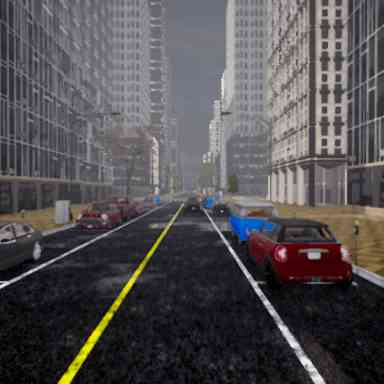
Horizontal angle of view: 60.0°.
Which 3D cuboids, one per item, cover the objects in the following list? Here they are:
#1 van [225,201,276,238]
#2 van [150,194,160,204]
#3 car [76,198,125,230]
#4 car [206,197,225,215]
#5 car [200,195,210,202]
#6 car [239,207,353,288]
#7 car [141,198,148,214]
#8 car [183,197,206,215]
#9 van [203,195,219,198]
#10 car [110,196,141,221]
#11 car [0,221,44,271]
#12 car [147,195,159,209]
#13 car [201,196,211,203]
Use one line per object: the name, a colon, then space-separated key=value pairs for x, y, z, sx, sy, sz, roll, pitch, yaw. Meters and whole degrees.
van: x=2.680 y=1.309 z=14.929 sx=1.690 sy=1.788 sz=3.998 roll=-1 pitch=0 yaw=0
van: x=-5.699 y=1.232 z=49.032 sx=1.690 sy=1.788 sz=3.998 roll=-1 pitch=0 yaw=0
car: x=-5.699 y=1.395 z=20.614 sx=1.967 sy=1.590 sz=4.097 roll=-1 pitch=0 yaw=0
car: x=2.683 y=1.480 z=31.981 sx=2.008 sy=1.369 sz=4.403 roll=-1 pitch=0 yaw=0
car: x=2.813 y=1.397 z=71.767 sx=1.947 sy=1.339 sz=4.313 roll=-1 pitch=0 yaw=0
car: x=2.681 y=1.420 z=9.246 sx=1.967 sy=1.590 sz=4.097 roll=-1 pitch=0 yaw=0
car: x=-5.698 y=1.512 z=31.981 sx=1.802 sy=1.307 sz=4.206 roll=-1 pitch=0 yaw=0
car: x=0.114 y=1.491 z=33.271 sx=1.994 sy=1.385 sz=4.181 roll=0 pitch=0 yaw=-1
van: x=2.681 y=1.245 z=43.348 sx=1.690 sy=1.788 sz=3.998 roll=-1 pitch=0 yaw=0
car: x=-5.700 y=1.258 z=26.297 sx=2.192 sy=1.841 sz=5.009 roll=-1 pitch=0 yaw=0
car: x=-5.698 y=1.531 z=9.247 sx=2.008 sy=1.369 sz=4.403 roll=-1 pitch=0 yaw=0
car: x=-5.698 y=1.486 z=43.349 sx=1.802 sy=1.307 sz=4.206 roll=-1 pitch=0 yaw=0
car: x=2.795 y=1.428 z=66.082 sx=1.802 sy=1.307 sz=4.206 roll=-1 pitch=0 yaw=0
